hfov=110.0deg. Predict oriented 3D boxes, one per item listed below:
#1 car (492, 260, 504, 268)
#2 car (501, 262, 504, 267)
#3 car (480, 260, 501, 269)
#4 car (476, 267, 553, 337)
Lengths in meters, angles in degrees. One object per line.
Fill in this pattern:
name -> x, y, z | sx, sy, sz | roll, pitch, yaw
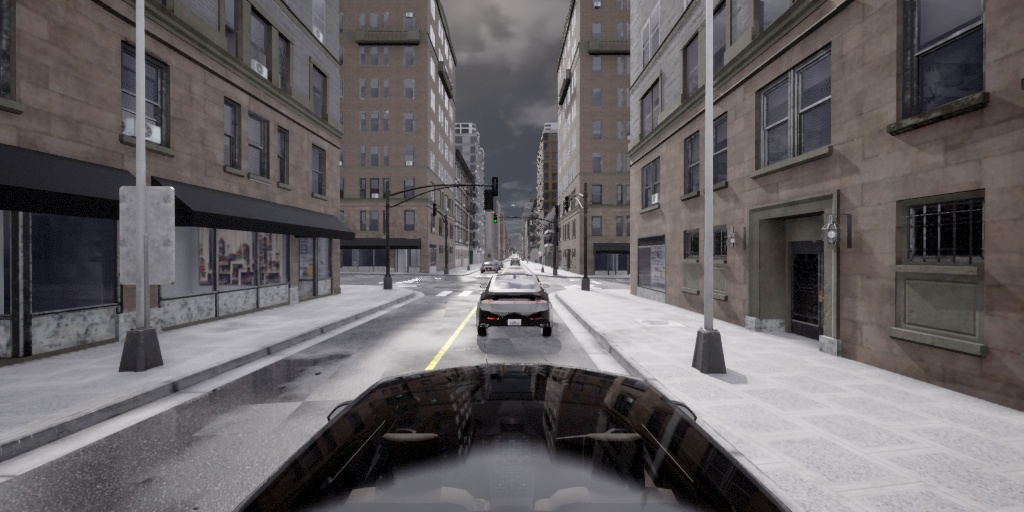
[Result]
car -> -2.491, 1.451, 64.036 | 1.895, 1.301, 4.718 | 0, 0, 1
car -> -2.617, 1.334, 53.919 | 1.837, 1.490, 4.892 | 0, 0, 0
car -> -2.713, 1.372, 43.967 | 1.994, 1.385, 4.181 | 0, 0, 1
car -> 0.075, 1.243, 10.316 | 2.128, 1.511, 4.902 | 0, 0, 1
